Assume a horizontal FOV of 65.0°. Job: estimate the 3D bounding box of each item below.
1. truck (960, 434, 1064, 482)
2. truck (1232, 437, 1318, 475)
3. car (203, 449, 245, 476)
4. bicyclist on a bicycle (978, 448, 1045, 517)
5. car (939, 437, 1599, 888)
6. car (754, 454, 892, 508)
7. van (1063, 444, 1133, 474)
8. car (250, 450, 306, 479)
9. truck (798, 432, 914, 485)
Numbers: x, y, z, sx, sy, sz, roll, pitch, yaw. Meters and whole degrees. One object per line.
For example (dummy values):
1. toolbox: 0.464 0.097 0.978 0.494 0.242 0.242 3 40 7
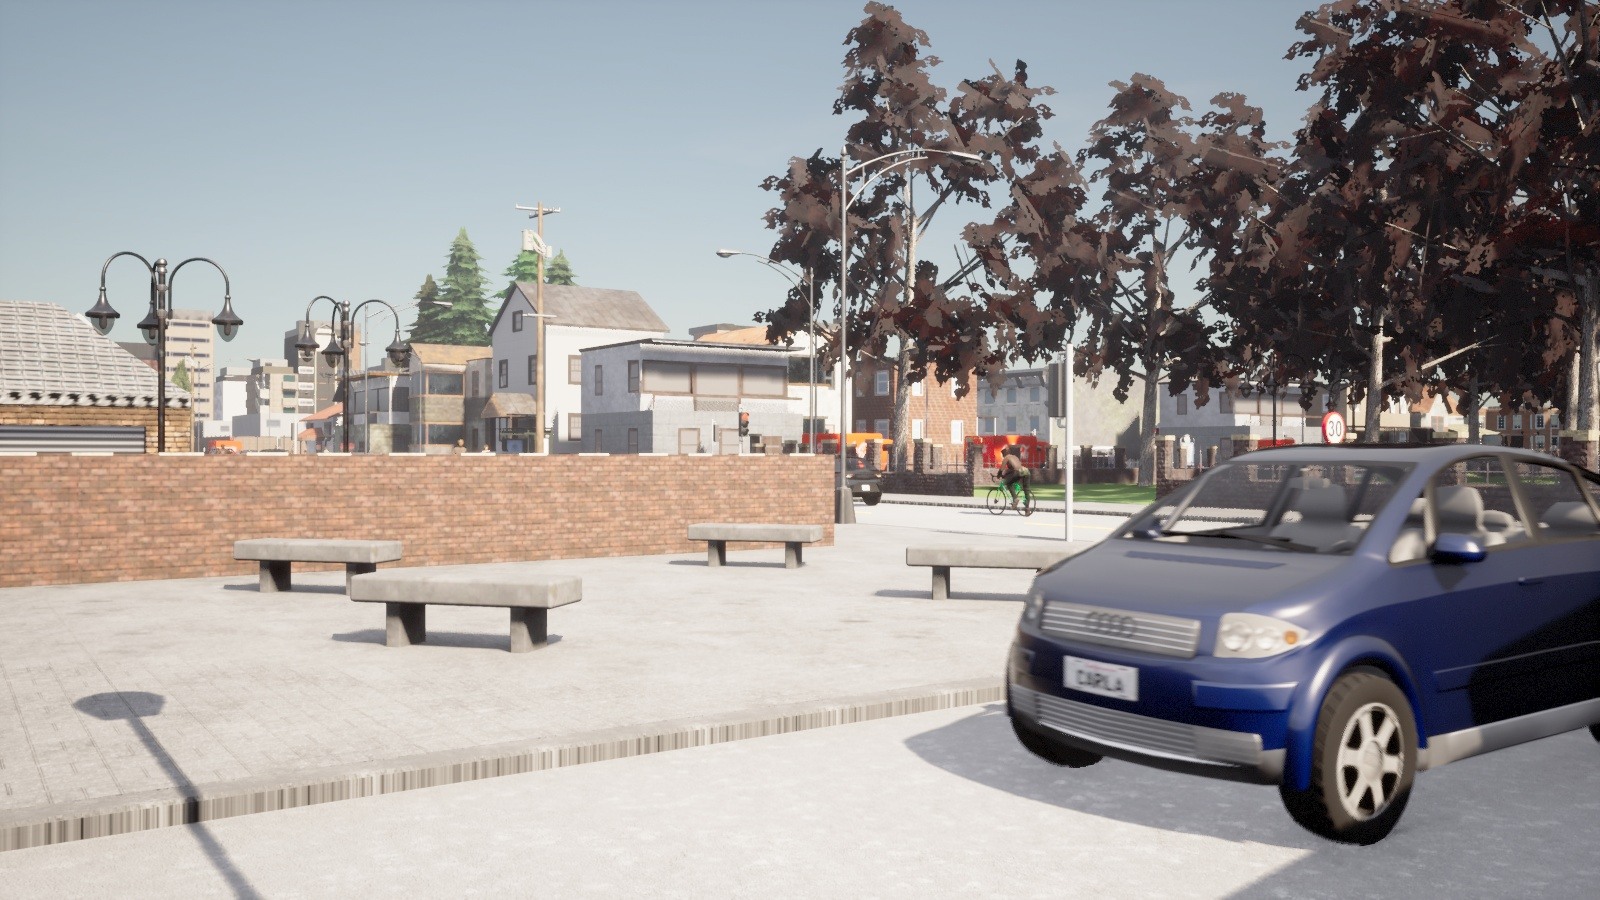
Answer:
1. truck: 11.362 0.398 67.218 5.204 2.467 2.627 0 0 -38
2. truck: 31.357 0.394 82.914 5.204 2.467 2.627 0 0 -31
3. car: -40.874 0.866 89.074 1.932 1.855 4.605 0 0 -35
4. bicyclist on a bicycle: 5.038 0.760 30.000 0.582 1.620 1.656 0 0 -35
5. car: 2.670 0.733 6.103 3.705 1.549 1.789 0 0 -35
6. car: 0.603 0.846 36.427 1.816 1.474 4.193 0 0 -36
7. van: 20.588 0.637 86.972 2.069 2.038 4.480 0 0 -35
8. car: -31.357 0.840 75.362 2.242 1.667 4.611 0 0 -35
9. truck: 2.738 0.402 61.153 5.204 2.467 2.627 0 0 -39
